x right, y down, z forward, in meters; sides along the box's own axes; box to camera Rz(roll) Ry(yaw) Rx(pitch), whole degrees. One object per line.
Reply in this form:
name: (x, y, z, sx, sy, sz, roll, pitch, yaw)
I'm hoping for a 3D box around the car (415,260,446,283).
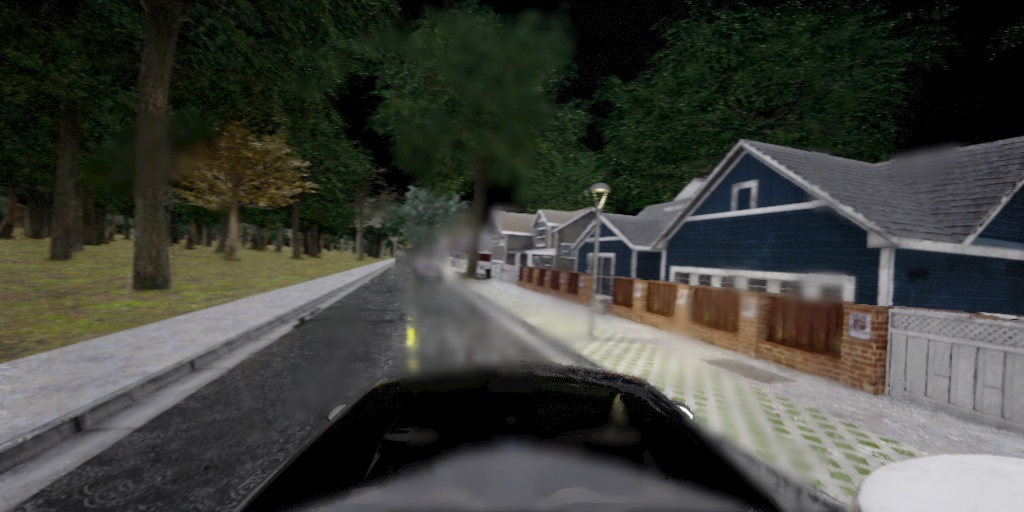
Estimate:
car: (-6.104, 1.216, 26.999, 1.994, 1.385, 4.181, 4, -1, -15)
